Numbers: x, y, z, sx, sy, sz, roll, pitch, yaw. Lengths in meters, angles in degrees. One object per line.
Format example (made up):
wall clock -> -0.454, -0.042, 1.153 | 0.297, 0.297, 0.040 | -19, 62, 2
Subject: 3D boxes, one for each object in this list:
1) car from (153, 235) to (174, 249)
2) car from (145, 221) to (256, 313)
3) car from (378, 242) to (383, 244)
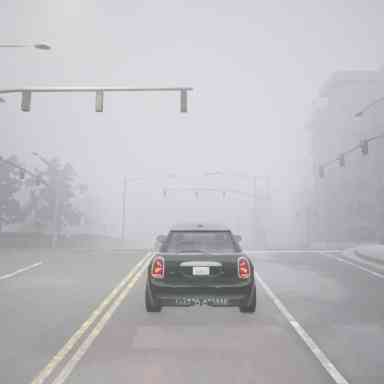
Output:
car -> -3.150, 5.745, 37.776 | 1.837, 1.490, 4.892 | 0, -10, 1
car -> 0.180, 1.489, 8.147 | 2.097, 1.767, 4.553 | 0, -1, 0
car -> 17.228, 4.286, 26.184 | 4.892, 1.490, 1.837 | 5, -10, 1
